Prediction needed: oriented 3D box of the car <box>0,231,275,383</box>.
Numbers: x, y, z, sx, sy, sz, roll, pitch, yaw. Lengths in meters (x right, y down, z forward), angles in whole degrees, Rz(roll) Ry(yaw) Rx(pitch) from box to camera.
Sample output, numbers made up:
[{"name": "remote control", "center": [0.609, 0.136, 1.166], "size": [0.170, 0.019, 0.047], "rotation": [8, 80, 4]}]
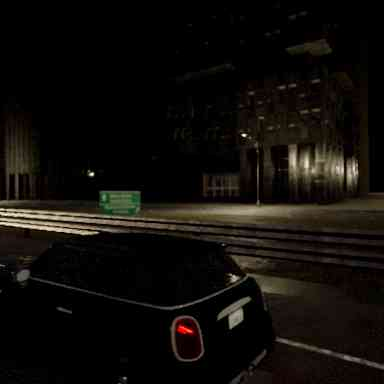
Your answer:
[{"name": "car", "center": [-1.260, 1.360, 4.769], "size": [4.553, 1.767, 2.097], "rotation": [0, 0, 36]}]
